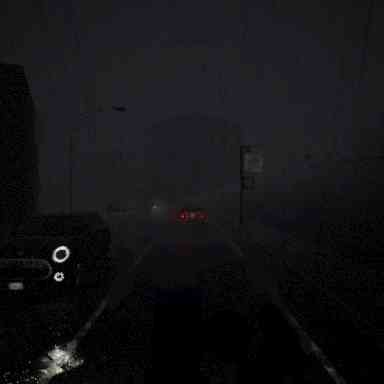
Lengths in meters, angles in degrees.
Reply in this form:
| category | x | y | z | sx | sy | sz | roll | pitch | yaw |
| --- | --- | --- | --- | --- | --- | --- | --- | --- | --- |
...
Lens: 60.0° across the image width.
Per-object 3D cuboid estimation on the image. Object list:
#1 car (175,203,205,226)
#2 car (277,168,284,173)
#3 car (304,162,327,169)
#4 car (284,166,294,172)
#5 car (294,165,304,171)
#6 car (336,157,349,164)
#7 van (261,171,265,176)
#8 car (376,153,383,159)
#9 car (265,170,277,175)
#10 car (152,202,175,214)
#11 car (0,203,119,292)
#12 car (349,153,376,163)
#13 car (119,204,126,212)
| category | x | y | z | sx | sy | sz | roll | pitch | yaw |
| --- | --- | --- | --- | --- | --- | --- | --- | --- | --- |
| car | -0.115 | 1.535 | 23.946 | 1.801 | 1.575 | 5.366 | 0 | -1 | -3 |
| car | 21.144 | -4.602 | 73.747 | 2.185 | 1.767 | 4.553 | 0 | 1 | -1 |
| car | 21.504 | -4.386 | 57.062 | 2.185 | 1.767 | 4.553 | 0 | 1 | -1 |
| car | 21.263 | -4.533 | 68.228 | 2.185 | 1.767 | 4.553 | 0 | 1 | -1 |
| car | 21.386 | -4.293 | 62.556 | 2.002 | 1.452 | 4.674 | 0 | 1 | -1 |
| car | 21.740 | -4.111 | 46.126 | 2.231 | 1.521 | 4.892 | 0 | 1 | -1 |
| van | 20.789 | -4.884 | 90.156 | 1.878 | 1.987 | 4.442 | 0 | 1 | -1 |
| car | 22.101 | -3.879 | 35.067 | 2.002 | 1.452 | 4.674 | 0 | 1 | -2 |
| car | 20.905 | -4.602 | 84.762 | 2.231 | 1.521 | 4.892 | 0 | 1 | -1 |
| car | -3.491 | 1.929 | 41.151 | 2.033 | 1.411 | 5.357 | 0 | -1 | -19 |
| car | -3.620 | 1.341 | 9.059 | 2.097 | 1.767 | 4.553 | 0 | 0 | 0 |
| car | 21.868 | -4.024 | 40.608 | 2.231 | 1.521 | 4.892 | 0 | 1 | -1 |
| car | -11.487 | 2.358 | 49.926 | 1.895 | 1.301 | 4.718 | -1 | -2 | -30 |
